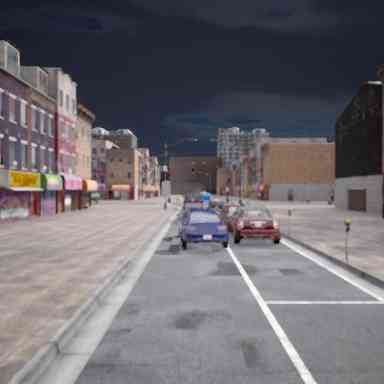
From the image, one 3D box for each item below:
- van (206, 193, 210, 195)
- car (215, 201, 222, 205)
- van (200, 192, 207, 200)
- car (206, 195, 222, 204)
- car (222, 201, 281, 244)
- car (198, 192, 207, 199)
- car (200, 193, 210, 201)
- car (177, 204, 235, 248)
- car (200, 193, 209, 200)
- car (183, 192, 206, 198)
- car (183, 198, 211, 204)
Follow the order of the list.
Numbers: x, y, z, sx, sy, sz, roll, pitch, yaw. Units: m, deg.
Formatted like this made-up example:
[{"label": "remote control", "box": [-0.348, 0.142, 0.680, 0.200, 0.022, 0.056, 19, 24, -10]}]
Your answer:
[{"label": "van", "box": [2.742, 1.020, 64.955, 1.690, 1.788, 3.998, 0, 0, 0]}, {"label": "car", "box": [2.671, 1.452, 20.916, 1.802, 1.307, 4.206, 0, 0, 0]}, {"label": "van", "box": [2.769, 0.962, 81.381, 1.690, 1.788, 3.998, 0, 0, 0]}, {"label": "car", "box": [2.699, 1.337, 37.953, 2.008, 1.369, 4.403, 0, 0, 0]}, {"label": "car", "box": [2.662, 1.344, 15.235, 1.967, 1.590, 4.097, 0, 0, 0]}, {"label": "car", "box": [2.777, 0.918, 86.854, 2.192, 1.841, 5.009, 0, 0, 0]}, {"label": "car", "box": [2.752, 1.099, 70.430, 1.967, 1.590, 4.097, 0, 0, 0]}, {"label": "car", "box": [0.382, 1.436, 14.211, 1.812, 1.442, 4.674, 0, 0, -4]}, {"label": "car", "box": [2.761, 1.080, 75.906, 1.967, 1.590, 4.097, 0, 0, 0]}, {"label": "car", "box": [0.134, 1.010, 37.440, 2.150, 2.045, 5.566, 0, 0, 1]}, {"label": "car", "box": [0.119, 1.397, 24.689, 2.033, 1.411, 5.357, 0, 0, 1]}]
